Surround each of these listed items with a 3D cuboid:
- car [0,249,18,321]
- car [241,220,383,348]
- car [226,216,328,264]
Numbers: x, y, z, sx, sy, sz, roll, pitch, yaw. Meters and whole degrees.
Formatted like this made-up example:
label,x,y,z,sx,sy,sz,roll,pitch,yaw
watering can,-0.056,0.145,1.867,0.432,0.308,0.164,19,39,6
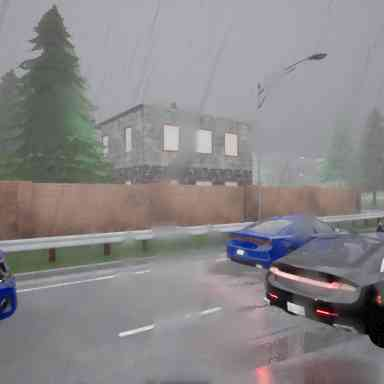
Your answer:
label,x,y,z,sx,sy,sz,roll,pitch,yaw
car,-5.367,1.222,4.213,5.566,2.045,2.150,0,0,-35
car,3.495,1.492,6.260,4.902,1.511,2.128,0,0,-35
car,3.324,1.478,10.436,5.008,1.535,1.882,0,0,-36
